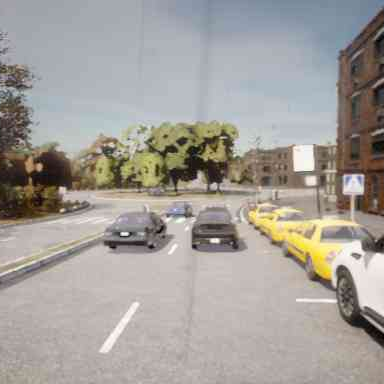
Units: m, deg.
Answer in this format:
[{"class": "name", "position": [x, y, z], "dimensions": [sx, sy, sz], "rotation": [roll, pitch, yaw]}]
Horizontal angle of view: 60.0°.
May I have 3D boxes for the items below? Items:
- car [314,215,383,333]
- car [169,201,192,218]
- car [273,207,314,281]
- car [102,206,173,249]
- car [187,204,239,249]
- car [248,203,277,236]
[{"class": "car", "position": [3.564, 1.204, 3.871], "dimensions": [2.435, 2.045, 5.566], "rotation": [0, 0, 3]}, {"class": "car", "position": [-1.068, 1.527, 29.592], "dimensions": [2.033, 1.411, 5.357], "rotation": [0, 0, 7]}, {"class": "car", "position": [3.916, 1.445, 9.669], "dimensions": [1.946, 1.575, 5.366], "rotation": [0, 0, 3]}, {"class": "car", "position": [-2.279, 1.554, 14.516], "dimensions": [2.033, 1.411, 5.357], "rotation": [0, 0, 3]}, {"class": "car", "position": [0.965, 1.493, 14.321], "dimensions": [1.837, 1.490, 4.892], "rotation": [0, 0, 3]}, {"class": "car", "position": [4.588, 1.433, 20.697], "dimensions": [1.946, 1.575, 5.366], "rotation": [0, 0, 4]}]
